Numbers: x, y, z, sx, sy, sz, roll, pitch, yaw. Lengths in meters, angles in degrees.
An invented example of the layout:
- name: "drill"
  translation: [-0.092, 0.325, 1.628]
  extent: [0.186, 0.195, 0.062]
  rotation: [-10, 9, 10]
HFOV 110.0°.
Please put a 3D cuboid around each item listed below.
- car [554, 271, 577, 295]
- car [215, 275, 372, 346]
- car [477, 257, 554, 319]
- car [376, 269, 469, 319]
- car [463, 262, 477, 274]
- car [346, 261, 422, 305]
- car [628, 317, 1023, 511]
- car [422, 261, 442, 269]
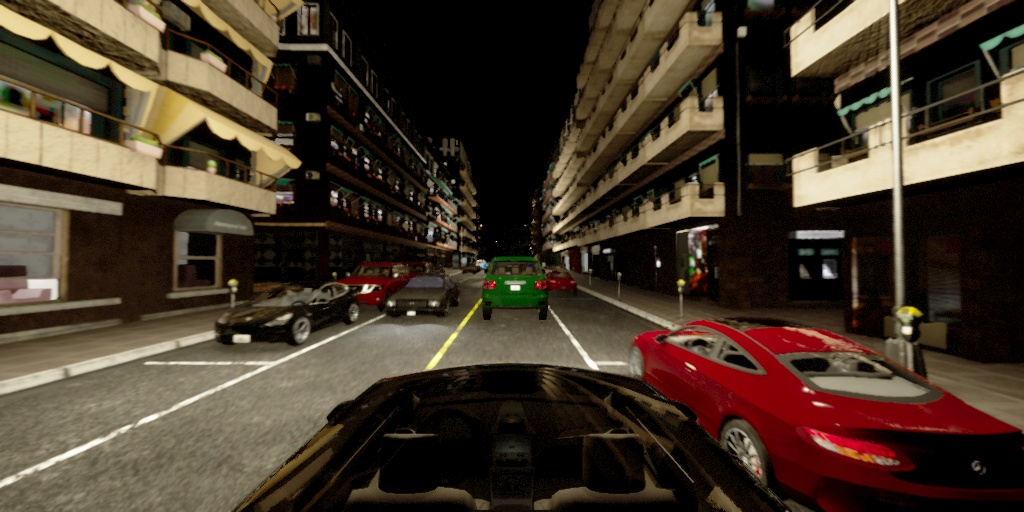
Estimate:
- name: "car"
  translation: [2.698, 1.503, 20.814]
  extent: [1.802, 1.307, 4.207]
  rotation: [0, 0, 0]
- name: "car"
  translation: [-5.687, 1.388, 9.715]
  extent: [1.948, 1.339, 4.313]
  rotation: [0, 0, 0]
- name: "car"
  translation: [0.102, 1.076, 13.438]
  extent: [2.150, 2.045, 5.566]
  rotation: [0, -1, 0]
- name: "car"
  translation: [-3.095, 1.405, 13.691]
  extent: [2.033, 1.411, 5.357]
  rotation: [0, -1, 0]
- name: "car"
  translation: [-5.671, 1.696, 48.541]
  extent: [1.751, 1.417, 4.829]
  rotation: [0, 0, 0]
- name: "car"
  translation: [-5.685, 1.186, 15.285]
  extent: [2.192, 1.841, 5.009]
  rotation: [0, 0, 0]
- name: "car"
  translation: [2.691, 1.353, 4.101]
  extent: [1.802, 1.307, 4.207]
  rotation: [0, 0, 0]
- name: "car"
  translation: [-5.683, 1.236, 20.857]
  extent: [2.192, 1.841, 5.009]
  rotation: [0, 0, 0]
